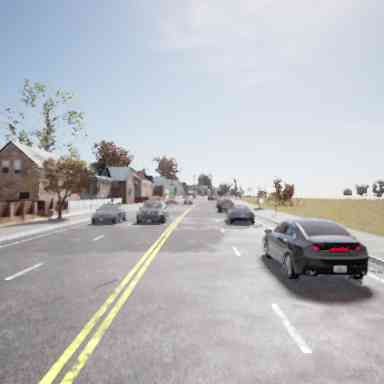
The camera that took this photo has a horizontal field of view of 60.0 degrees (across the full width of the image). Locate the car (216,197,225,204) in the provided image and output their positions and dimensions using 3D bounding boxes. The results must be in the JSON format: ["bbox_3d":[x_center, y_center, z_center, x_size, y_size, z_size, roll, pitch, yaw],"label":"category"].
[{"bbox_3d":[6.326,1.824,73.961,2.128,1.511,4.902,0,0,5],"label":"car"}]

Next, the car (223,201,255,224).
[{"bbox_3d":[3.770,1.683,26.392,1.994,1.385,4.181,0,0,2],"label":"car"}]

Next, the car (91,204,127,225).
[{"bbox_3d":[-6.211,1.638,25.362,1.812,1.442,4.674,0,0,2],"label":"car"}]

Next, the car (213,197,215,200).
[{"bbox_3d":[4.787,1.796,52.127,1.994,1.385,4.181,0,0,3],"label":"car"}]

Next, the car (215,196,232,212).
[{"bbox_3d":[4.216,1.616,41.198,2.033,1.649,4.856,0,0,3],"label":"car"}]

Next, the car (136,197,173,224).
[{"bbox_3d":[-2.945,1.466,25.613,2.097,1.767,4.553,0,0,2],"label":"car"}]

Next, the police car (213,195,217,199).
[{"bbox_3d":[5.499,1.707,63.159,1.930,1.638,5.238,0,0,4],"label":"police car"}]

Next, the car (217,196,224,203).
[{"bbox_3d":[7.293,1.888,84.862,1.837,1.490,4.892,0,0,5],"label":"car"}]

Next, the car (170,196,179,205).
[{"bbox_3d":[-3.926,1.648,67.948,2.097,1.767,4.553,0,0,4],"label":"car"}]

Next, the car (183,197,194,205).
[{"bbox_3d":[-0.689,1.807,67.662,2.128,1.511,4.902,0,0,4],"label":"car"}]

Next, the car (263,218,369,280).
[{"bbox_3d":[3.426,1.550,10.051,1.837,1.490,4.892,0,-1,1],"label":"car"}]
